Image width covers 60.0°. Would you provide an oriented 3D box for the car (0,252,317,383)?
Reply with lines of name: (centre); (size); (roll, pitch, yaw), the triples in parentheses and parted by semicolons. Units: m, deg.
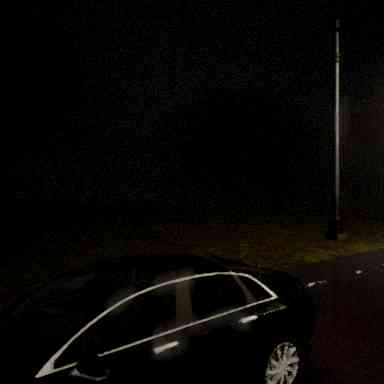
car: (-0.677, 1.505, 3.511); (4.892, 1.490, 1.837); (0, 0, -36)
